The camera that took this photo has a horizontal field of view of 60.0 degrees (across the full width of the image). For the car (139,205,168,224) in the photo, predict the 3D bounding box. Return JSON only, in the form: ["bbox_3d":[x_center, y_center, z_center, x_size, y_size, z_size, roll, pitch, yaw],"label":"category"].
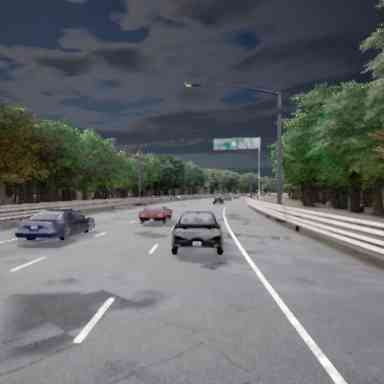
[{"bbox_3d":[-2.606,1.623,25.028,1.895,1.301,4.718,0,0,4],"label":"car"}]

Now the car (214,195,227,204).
[{"bbox_3d":[5.363,1.566,65.278,1.837,1.490,4.892,0,0,9],"label":"car"}]

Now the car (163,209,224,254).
[{"bbox_3d":[0.255,1.511,13.531,2.128,1.511,4.902,0,0,2],"label":"car"}]

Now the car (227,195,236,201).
[{"bbox_3d":[9.660,1.595,88.360,2.128,1.511,4.902,0,0,12],"label":"car"}]

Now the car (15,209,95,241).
[{"bbox_3d":[-6.569,1.552,16.611,2.033,1.411,5.357,0,0,3],"label":"car"}]
